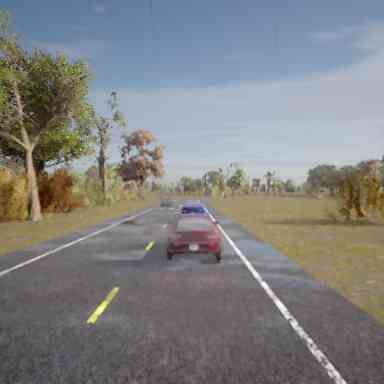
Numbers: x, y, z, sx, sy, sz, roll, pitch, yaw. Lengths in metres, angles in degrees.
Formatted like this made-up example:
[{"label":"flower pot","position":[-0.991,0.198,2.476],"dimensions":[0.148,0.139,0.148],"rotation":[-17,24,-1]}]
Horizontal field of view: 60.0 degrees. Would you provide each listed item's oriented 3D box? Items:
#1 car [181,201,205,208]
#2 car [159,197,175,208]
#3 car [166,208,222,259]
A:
[{"label":"car","position":[0.073,1.470,28.016],"dimensions":[1.882,1.535,5.008],"rotation":[0,0,0]},{"label":"car","position":[-3.588,1.482,48.642],"dimensions":[1.837,1.490,4.892],"rotation":[0,1,0]},{"label":"car","position":[0.073,1.524,12.455],"dimensions":[1.812,1.442,4.674],"rotation":[0,0,0]}]
